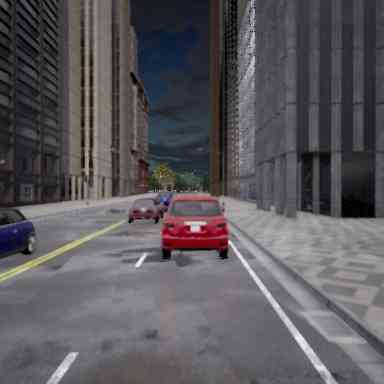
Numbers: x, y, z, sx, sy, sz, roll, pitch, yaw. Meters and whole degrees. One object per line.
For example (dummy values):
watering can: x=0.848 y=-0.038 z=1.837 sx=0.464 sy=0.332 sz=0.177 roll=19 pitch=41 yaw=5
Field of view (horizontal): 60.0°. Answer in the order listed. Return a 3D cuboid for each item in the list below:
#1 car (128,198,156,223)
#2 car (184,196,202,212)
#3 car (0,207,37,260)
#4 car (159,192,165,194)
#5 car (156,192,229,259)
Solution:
car: x=-3.223 y=1.213 z=24.225 sx=2.097 sy=1.767 sz=4.553 roll=0 pitch=0 yaw=1
car: x=0.097 y=1.296 z=37.715 sx=1.837 sy=1.490 sz=4.892 roll=0 pitch=1 yaw=0
car: x=-6.585 y=1.293 z=9.957 sx=2.097 sy=1.767 sz=4.553 roll=0 pitch=0 yaw=0
car: x=-3.171 y=0.993 z=41.464 sx=2.150 sy=2.045 sz=5.566 roll=0 pitch=1 yaw=0
car: x=0.101 y=1.149 z=12.481 sx=2.150 sy=2.045 sz=5.566 roll=0 pitch=0 yaw=0
